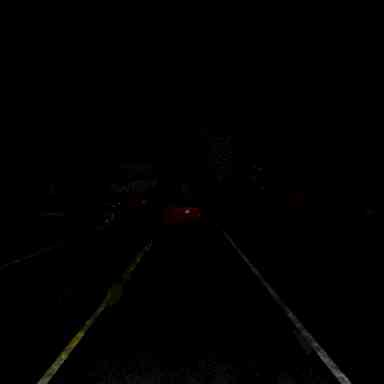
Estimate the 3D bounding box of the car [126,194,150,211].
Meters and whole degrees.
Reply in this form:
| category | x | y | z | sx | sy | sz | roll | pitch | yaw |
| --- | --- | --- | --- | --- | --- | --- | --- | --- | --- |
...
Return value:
| category | x | y | z | sx | sy | sz | roll | pitch | yaw |
| --- | --- | --- | --- | --- | --- | --- | --- | --- | --- |
| car | -7.248 | 1.307 | 41.852 | 2.150 | 2.045 | 5.566 | 0 | -1 | -34 |

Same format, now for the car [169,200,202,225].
| category | x | y | z | sx | sy | sz | roll | pitch | yaw |
| --- | --- | --- | --- | --- | --- | --- | --- | --- | --- |
| car | -0.586 | 1.357 | 24.631 | 2.097 | 1.767 | 4.553 | 0 | 0 | -7 |

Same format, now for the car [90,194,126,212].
| category | x | y | z | sx | sy | sz | roll | pitch | yaw |
| --- | --- | --- | --- | --- | --- | --- | --- | --- | --- |
| car | -10.529 | 1.295 | 40.227 | 2.150 | 2.045 | 5.566 | 1 | -1 | -37 |
